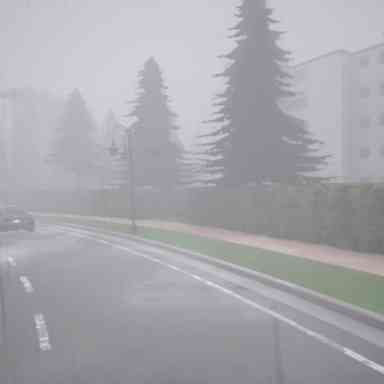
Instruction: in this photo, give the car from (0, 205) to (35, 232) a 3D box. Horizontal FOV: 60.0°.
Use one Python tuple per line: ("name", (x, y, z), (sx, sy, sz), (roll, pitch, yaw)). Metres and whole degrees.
("car", (-10.038, 1.414, 17.733), (4.181, 1.385, 1.994), (0, 2, 44))
